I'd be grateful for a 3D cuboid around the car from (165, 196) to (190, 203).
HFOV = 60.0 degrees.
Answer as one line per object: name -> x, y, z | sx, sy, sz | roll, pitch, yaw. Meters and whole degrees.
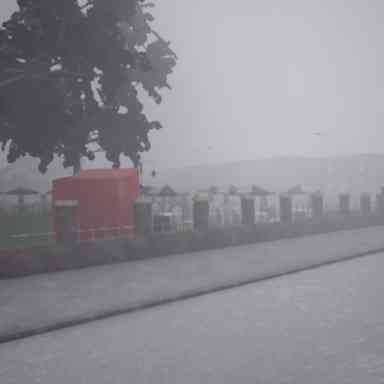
car -> -2.135, 1.142, 49.035 | 1.882, 1.535, 5.008 | -1, 0, -35
